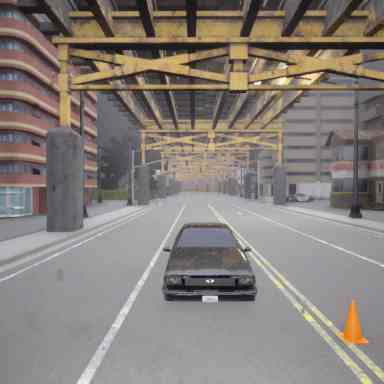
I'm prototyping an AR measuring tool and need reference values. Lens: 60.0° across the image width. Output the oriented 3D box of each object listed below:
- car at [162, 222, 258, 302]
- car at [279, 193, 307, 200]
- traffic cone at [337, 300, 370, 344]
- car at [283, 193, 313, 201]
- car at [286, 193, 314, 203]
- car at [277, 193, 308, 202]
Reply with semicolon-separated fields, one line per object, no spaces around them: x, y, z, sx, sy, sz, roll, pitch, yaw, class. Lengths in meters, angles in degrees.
0.361;1.534;8.677;2.033;1.411;5.357;0;0;1;car
17.857;0.803;58.925;4.536;1.218;1.853;0;1;25;car
2.453;1.949;5.070;0.340;0.580;0.340;0;0;0;traffic cone
17.511;0.849;54.808;4.536;1.218;1.853;0;1;-20;car
17.462;1.007;54.792;4.974;1.542;2.038;0;1;-20;car
17.810;0.960;58.948;4.974;1.542;2.038;0;1;25;car
